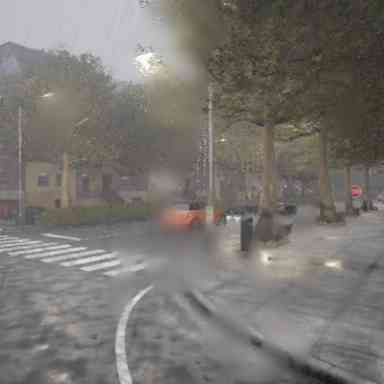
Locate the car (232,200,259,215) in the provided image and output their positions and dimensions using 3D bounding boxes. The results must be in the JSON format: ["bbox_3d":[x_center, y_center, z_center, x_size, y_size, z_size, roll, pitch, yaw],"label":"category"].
[{"bbox_3d":[5.354,1.580,34.197,2.033,1.411,5.357,0,0,36],"label":"car"}]

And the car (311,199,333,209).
[{"bbox_3d":[18.032,1.625,45.870,1.895,1.301,4.718,0,0,35],"label":"car"}]

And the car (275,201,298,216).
[{"bbox_3d":[9.004,1.589,33.124,1.994,1.385,4.181,0,0,36],"label":"car"}]

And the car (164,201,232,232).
[{"bbox_3d":[0.310,1.377,20.654,2.097,1.767,4.553,0,0,35],"label":"car"}]

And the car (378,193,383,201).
[{"bbox_3d":[47.527,1.243,82.557,2.435,2.045,5.566,0,0,35],"label":"car"}]
